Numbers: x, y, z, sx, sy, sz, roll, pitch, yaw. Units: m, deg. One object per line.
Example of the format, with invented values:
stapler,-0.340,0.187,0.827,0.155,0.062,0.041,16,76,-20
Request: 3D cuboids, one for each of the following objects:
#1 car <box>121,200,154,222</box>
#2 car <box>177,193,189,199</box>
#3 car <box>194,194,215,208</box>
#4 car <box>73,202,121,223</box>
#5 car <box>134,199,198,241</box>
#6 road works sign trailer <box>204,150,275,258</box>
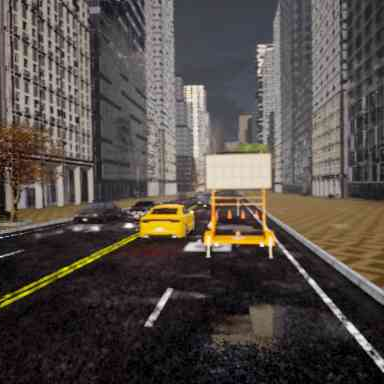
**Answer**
car,-3.448,1.344,24.861,1.812,1.442,4.674,-1,1,7
car,-1.802,0.975,65.906,1.994,1.385,4.181,-1,1,7
car,1.714,1.211,39.243,1.895,1.301,4.718,-1,1,7
car,-6.758,1.417,24.587,2.033,1.411,5.357,-1,1,7
car,-1.035,1.343,15.959,1.882,1.535,5.008,-1,1,7
road works sign trailer,1.688,0.325,12.118,2.380,3.560,2.880,-1,1,8
